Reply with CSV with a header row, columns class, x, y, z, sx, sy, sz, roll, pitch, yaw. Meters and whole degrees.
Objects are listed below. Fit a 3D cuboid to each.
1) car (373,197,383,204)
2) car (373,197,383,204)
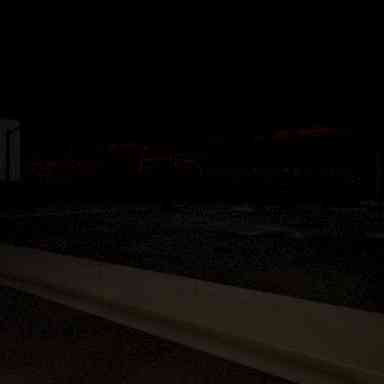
class,x,y,z,sx,sy,sz,roll,pitch,yaw
car,37.510,1.576,65.395,1.853,1.218,4.536,1,1,6
car,37.503,1.734,65.345,2.038,1.542,4.974,1,1,6
